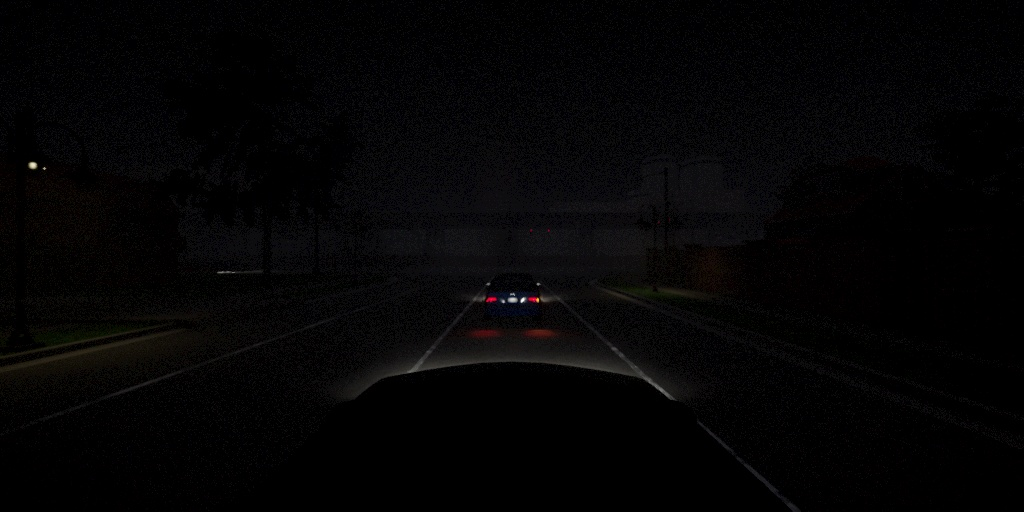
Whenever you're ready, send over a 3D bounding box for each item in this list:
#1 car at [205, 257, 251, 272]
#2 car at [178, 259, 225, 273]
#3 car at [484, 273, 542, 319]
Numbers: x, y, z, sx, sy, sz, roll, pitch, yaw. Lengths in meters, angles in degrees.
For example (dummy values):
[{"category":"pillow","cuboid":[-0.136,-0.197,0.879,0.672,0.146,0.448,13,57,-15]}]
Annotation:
[{"category":"car","cuboid":[-37.096,1.235,47.065,5.008,1.535,1.882,0,0,2]},{"category":"car","cuboid":[-38.108,1.321,43.600,4.181,1.385,1.994,0,0,2]},{"category":"car","cuboid":[0.043,1.300,12.747,2.033,1.411,5.357,0,0,1]}]
